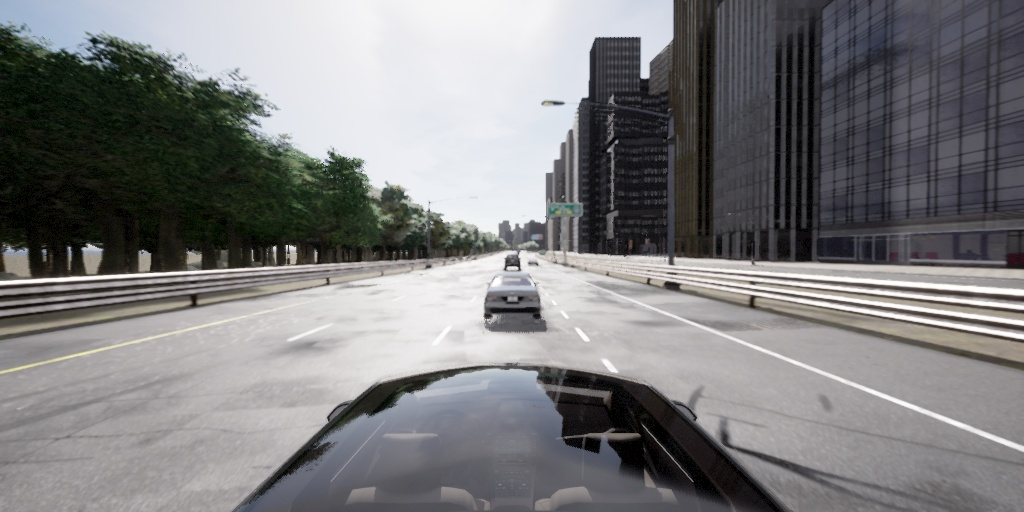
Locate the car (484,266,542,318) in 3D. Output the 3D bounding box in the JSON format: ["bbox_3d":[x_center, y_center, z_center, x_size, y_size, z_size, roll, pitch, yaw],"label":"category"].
[{"bbox_3d":[0.018,1.267,12.759,2.033,1.411,5.357,0,0,0],"label":"car"}]

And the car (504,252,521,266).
[{"bbox_3d":[0.086,0.807,48.762,2.150,2.045,5.566,0,0,0],"label":"car"}]
